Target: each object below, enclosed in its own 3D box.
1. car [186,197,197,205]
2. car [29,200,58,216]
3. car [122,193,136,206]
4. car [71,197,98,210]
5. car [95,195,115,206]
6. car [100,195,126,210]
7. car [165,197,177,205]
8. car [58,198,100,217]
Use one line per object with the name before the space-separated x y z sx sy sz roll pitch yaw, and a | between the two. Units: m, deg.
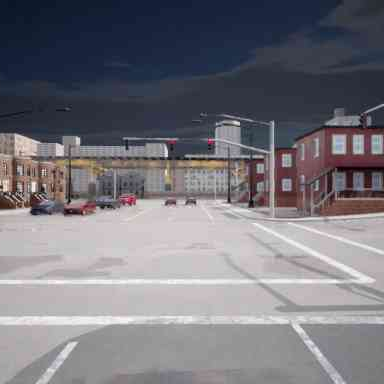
car | -0.168 1.526 58.619 1.812 1.442 4.674 0 0 0
car | -14.187 1.548 33.289 2.033 1.411 5.357 0 0 0
car | -10.722 1.221 55.060 2.150 2.045 5.566 0 0 1
car | -14.211 1.478 44.221 1.882 1.535 5.008 0 0 0
car | -14.228 1.352 54.613 2.097 1.767 4.553 0 0 0
car | -10.709 1.548 44.215 2.033 1.411 5.357 0 0 0
car | -3.562 1.526 56.801 1.812 1.442 4.674 0 0 0
car | -10.682 1.478 31.850 1.882 1.535 5.008 0 0 0
